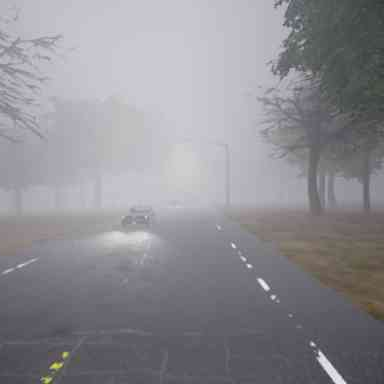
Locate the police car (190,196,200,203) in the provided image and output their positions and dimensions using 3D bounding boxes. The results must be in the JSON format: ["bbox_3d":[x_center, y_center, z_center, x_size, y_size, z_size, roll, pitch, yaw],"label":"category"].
[{"bbox_3d":[1.062,1.989,89.368,1.930,1.638,5.238,0,-1,0],"label":"police car"}]

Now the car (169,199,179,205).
[{"bbox_3d":[-3.500,1.931,65.286,1.895,1.301,4.718,0,-1,0],"label":"car"}]

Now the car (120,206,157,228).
[{"bbox_3d":[-3.596,1.642,22.952,1.895,1.301,4.718,0,0,0],"label":"car"}]
